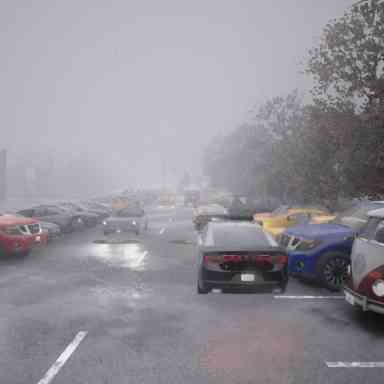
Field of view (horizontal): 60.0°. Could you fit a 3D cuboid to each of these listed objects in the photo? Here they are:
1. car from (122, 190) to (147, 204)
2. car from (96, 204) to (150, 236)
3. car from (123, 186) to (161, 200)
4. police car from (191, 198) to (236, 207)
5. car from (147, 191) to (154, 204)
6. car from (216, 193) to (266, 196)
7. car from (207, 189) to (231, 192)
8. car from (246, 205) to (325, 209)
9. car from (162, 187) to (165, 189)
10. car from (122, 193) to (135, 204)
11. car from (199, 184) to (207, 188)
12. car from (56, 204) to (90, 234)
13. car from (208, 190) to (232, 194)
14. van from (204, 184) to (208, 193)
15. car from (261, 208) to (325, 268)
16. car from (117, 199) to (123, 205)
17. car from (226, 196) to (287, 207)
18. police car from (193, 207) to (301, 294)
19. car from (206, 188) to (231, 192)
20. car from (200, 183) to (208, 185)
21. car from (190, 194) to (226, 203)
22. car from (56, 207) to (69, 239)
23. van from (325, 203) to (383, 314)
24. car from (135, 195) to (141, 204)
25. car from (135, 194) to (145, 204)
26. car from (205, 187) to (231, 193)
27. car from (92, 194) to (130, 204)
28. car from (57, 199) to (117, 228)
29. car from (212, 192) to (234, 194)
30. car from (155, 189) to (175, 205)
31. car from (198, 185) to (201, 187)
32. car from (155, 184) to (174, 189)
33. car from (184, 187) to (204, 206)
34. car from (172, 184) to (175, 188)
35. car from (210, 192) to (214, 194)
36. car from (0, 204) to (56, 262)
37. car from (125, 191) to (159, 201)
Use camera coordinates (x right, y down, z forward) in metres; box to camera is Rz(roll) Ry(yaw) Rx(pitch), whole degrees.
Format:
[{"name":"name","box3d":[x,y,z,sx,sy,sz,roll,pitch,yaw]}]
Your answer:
[{"name":"car","box3d":[-7.992,1.021,39.131,4.553,1.767,2.185,0,2,0]},{"name":"car","box3d":[-3.563,1.593,18.464,1.895,1.301,4.718,0,0,0]},{"name":"car","box3d":[-7.910,0.514,50.268,5.566,2.045,2.435,0,2,0]},{"name":"police car","box3d":[1.088,1.414,18.921,1.930,1.638,5.238,0,0,0]},{"name":"car","box3d":[-7.979,1.008,44.715,4.792,1.488,2.163,0,2,0]},{"name":"car","box3d":[5.107,1.218,36.373,4.892,1.521,2.231,0,2,0]},{"name":"car","box3d":[5.327,0.760,50.315,5.366,1.575,1.946,0,2,0]},{"name":"car","box3d":[5.063,1.482,14.194,5.008,1.535,2.097,0,0,0]},{"name":"car","box3d":[-7.945,0.268,61.411,4.792,1.488,2.163,0,3,0]},{"name":"car","box3d":[-7.947,1.210,30.772,4.553,1.767,2.185,0,1,0]},{"name":"car","box3d":[4.927,-0.525,88.556,5.008,1.535,2.097,0,3,0]},{"name":"car","box3d":[-8.035,1.507,16.841,4.792,1.488,2.163,0,0,0]},{"name":"car","box3d":[5.321,0.872,47.522,5.366,1.575,1.946,0,2,0]},{"name":"van","box3d":[5.037,0.011,61.455,4.442,1.987,1.878,-1,3,0]},{"name":"car","box3d":[5.248,1.479,11.285,5.366,1.575,1.946,0,0,0]},{"name":"car","box3d":[-7.986,1.457,25.207,4.674,1.452,2.002,0,0,0]},{"name":"car","box3d":[4.911,1.374,28.140,5.366,1.575,1.946,0,1,0]},{"name":"police car","box3d":[1.068,1.427,8.923,1.930,1.638,5.238,0,0,0]},{"name":"car","box3d":[5.156,0.545,56.016,4.674,1.452,2.002,0,3,0]},{"name":"car","box3d":[4.967,-0.808,91.316,4.553,1.767,2.185,0,3,0]},{"name":"car","box3d":[1.099,1.291,24.777,2.097,1.767,4.553,0,1,0]},{"name":"car","box3d":[-8.014,1.522,14.055,4.674,1.452,2.002,0,0,0]},{"name":"van","box3d":[4.935,1.255,5.716,4.442,1.987,1.878,0,0,0]},{"name":"car","box3d":[-7.943,1.310,33.562,4.792,1.488,2.163,0,1,0]},{"name":"car","box3d":[-7.996,1.247,36.349,4.792,1.488,2.163,0,1,0]},{"name":"car","box3d":[5.161,0.407,58.797,4.674,1.452,2.002,0,3,0]},{"name":"car","box3d":[-7.952,1.255,27.992,4.553,1.767,2.185,0,1,0]},{"name":"car","box3d":[-8.001,1.445,22.417,5.008,1.535,2.097,0,1,0]},{"name":"car","box3d":[5.114,1.142,39.290,5.008,1.535,2.097,0,2,0]},{"name":"car","box3d":[-3.410,0.829,45.281,2.097,1.767,4.553,0,2,0]},{"name":"car","box3d":[0.120,0.245,58.685,2.097,1.767,4.553,0,3,0]},{"name":"car","box3d":[-8.173,-0.646,91.217,4.792,1.488,2.163,0,3,0]},{"name":"car","box3d":[0.104,0.706,45.001,2.150,2.045,5.566,0,2,1]},{"name":"car","box3d":[-8.136,-0.834,93.987,5.008,1.535,2.097,0,3,0]},{"name":"car","box3d":[5.120,1.061,42.079,5.008,1.535,2.097,0,2,0]},{"name":"car","box3d":[-7.989,1.230,11.272,5.566,2.045,2.435,0,0,0]},{"name":"car","box3d":[-7.938,0.644,53.070,5.008,1.535,2.097,0,2,0]}]
